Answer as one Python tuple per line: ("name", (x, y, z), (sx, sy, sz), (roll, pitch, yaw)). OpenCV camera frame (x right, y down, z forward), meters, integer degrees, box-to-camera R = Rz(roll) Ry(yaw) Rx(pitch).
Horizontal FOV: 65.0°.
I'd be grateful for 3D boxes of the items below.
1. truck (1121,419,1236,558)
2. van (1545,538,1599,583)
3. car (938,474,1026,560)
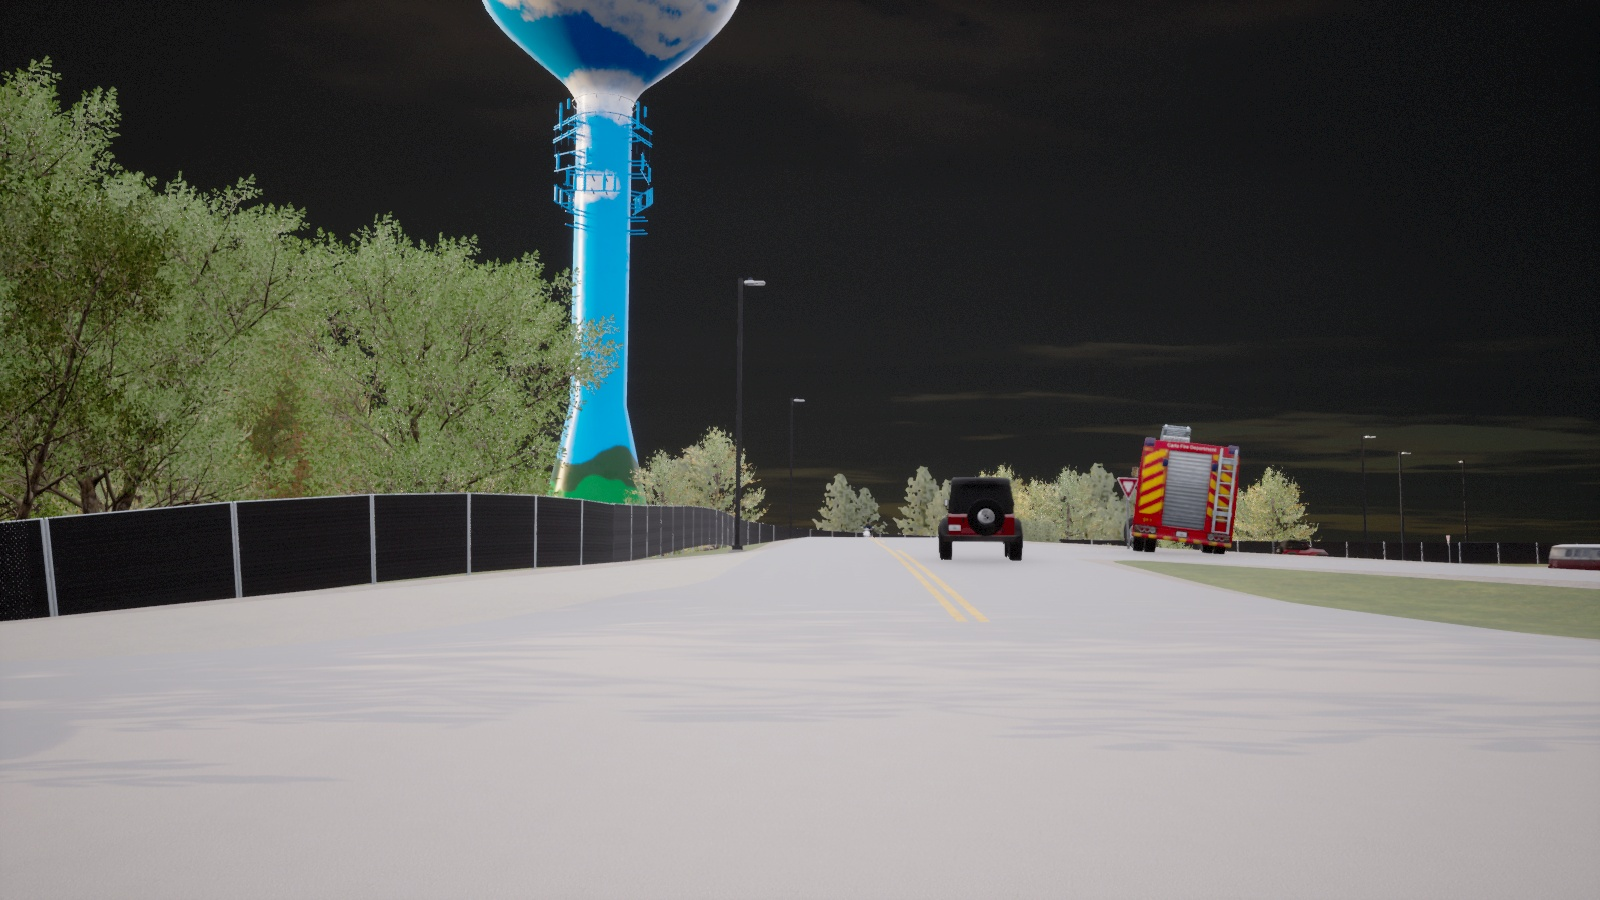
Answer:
("truck", (12.284, 1.376, 41.242), (2.891, 3.827, 8.468), (6, -2, 15))
("van", (36.153, 4.977, 56.923), (1.775, 1.987, 4.442), (0, -4, -5))
("car", (4.262, 1.580, 29.801), (1.905, 1.878, 3.866), (-1, -3, 7))
